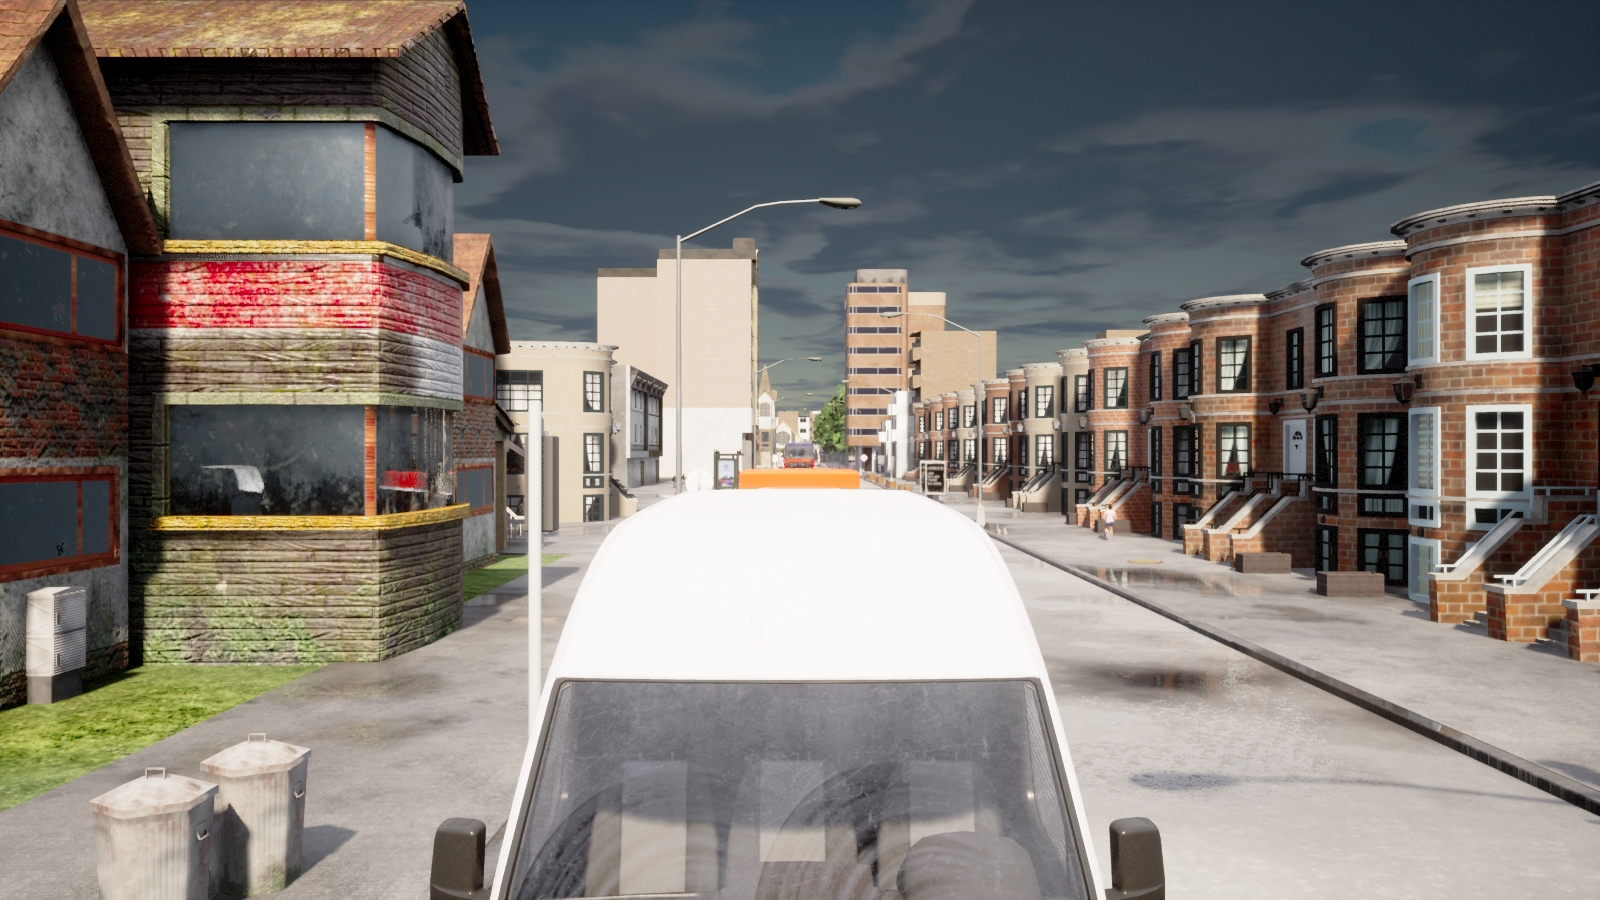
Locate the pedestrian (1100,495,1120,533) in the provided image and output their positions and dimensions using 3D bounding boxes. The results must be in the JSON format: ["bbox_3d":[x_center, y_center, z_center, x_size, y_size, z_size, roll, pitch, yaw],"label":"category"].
[{"bbox_3d":[9.279,1.903,34.236,0.500,1.100,0.500,0,0,6],"label":"pedestrian"}]

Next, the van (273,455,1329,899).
[{"bbox_3d":[-0.003,1.314,5.110,1.988,2.561,5.915,0,0,0],"label":"van"}]
